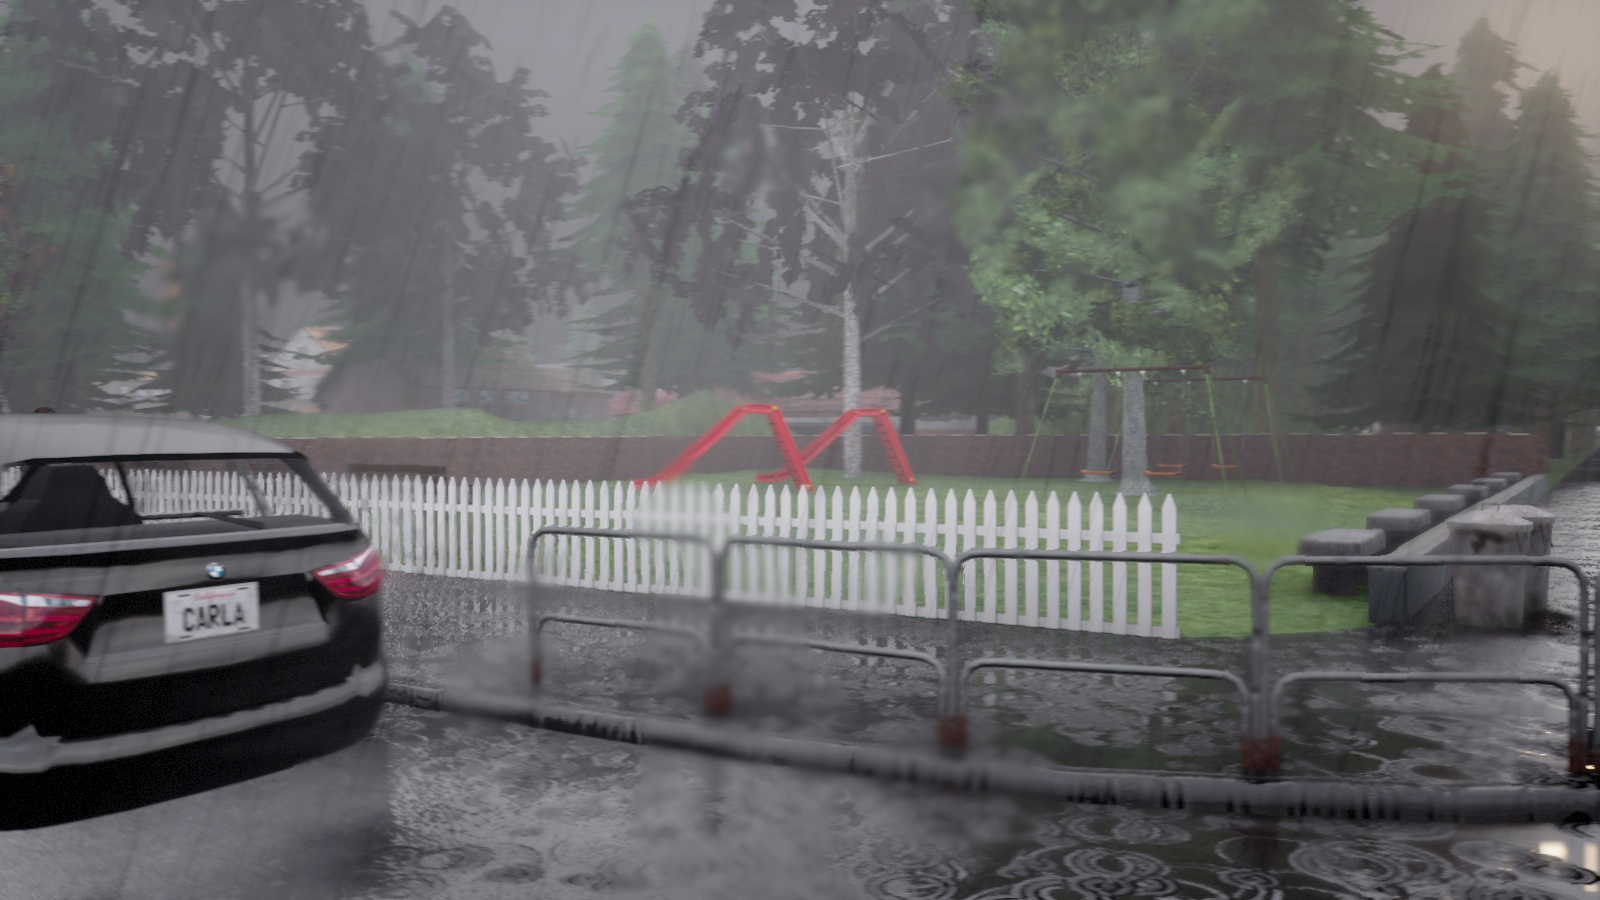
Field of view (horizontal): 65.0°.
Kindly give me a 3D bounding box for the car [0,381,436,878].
[{"bbox_3d":[-4.238,0.570,6.070,4.611,1.667,2.242,1,1,32],"label":"car"}]
